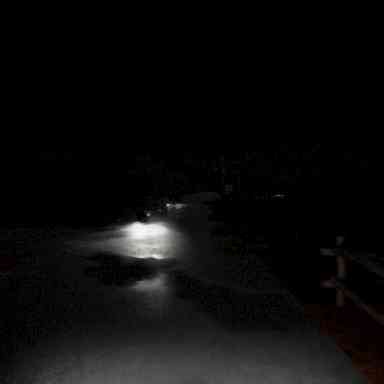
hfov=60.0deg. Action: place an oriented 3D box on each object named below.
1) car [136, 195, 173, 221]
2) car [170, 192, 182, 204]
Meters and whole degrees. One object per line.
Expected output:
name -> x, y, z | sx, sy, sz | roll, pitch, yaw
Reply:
car -> -2.872, 1.229, 24.630 | 2.128, 1.511, 4.902 | 0, 1, 1
car -> -2.635, 0.841, 50.187 | 1.837, 1.490, 4.892 | 0, 1, 1
